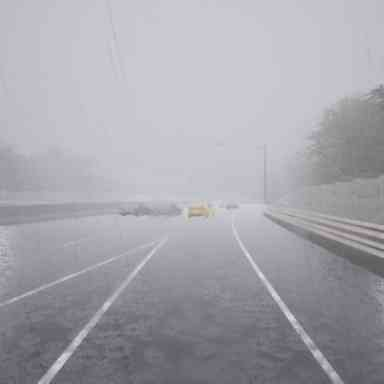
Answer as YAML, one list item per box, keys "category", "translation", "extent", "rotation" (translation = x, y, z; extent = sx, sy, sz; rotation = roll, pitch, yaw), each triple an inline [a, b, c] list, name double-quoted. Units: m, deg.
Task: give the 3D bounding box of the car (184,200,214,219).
- category: "car"
  translation: [0.973, 1.802, 33.348]
  extent: [1.882, 1.535, 5.008]
  rotation: [0, -1, 14]

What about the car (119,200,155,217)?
- category: "car"
  translation: [-5.838, 1.882, 35.003]
  extent: [2.033, 1.411, 5.357]
  rotation: [0, -1, 14]

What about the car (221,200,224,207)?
- category: "car"
  translation: [8.042, 2.557, 77.125]
  extent: [2.097, 1.767, 4.553]
  rotation: [0, -1, 14]

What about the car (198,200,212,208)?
- category: "car"
  translation: [2.747, 2.569, 70.181]
  extent: [2.128, 1.511, 4.902]
  rotation: [0, -1, 14]

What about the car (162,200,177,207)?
- category: "car"
  translation: [-5.467, 2.728, 80.821]
  extent: [2.128, 1.511, 4.902]
  rotation: [0, -1, 14]

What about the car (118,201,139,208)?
- category: "car"
  translation: [-12.618, 2.429, 66.268]
  extent: [2.033, 1.411, 5.357]
  rotation: [0, -1, 14]

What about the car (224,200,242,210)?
- category: "car"
  translation: [7.421, 2.469, 59.797]
  extent: [1.895, 1.301, 4.718]
  rotation: [0, -1, 14]

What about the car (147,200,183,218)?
- category: "car"
  translation: [-2.432, 1.869, 34.172]
  extent: [2.033, 1.411, 5.357]
  rotation: [0, -1, 14]
